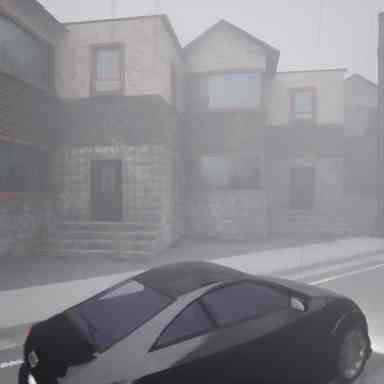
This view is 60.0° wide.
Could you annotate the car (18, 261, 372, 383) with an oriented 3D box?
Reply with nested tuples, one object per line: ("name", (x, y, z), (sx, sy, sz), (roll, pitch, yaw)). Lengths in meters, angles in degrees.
("car", (0.293, 1.564, 3.962), (4.181, 1.385, 1.994), (0, 0, -36))
